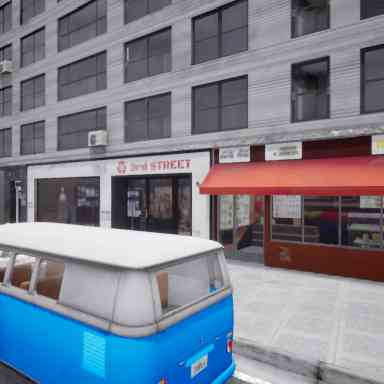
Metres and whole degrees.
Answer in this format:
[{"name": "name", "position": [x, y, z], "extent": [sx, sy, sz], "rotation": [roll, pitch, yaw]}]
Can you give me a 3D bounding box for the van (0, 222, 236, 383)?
[{"name": "van", "position": [-1.434, 1.341, 4.110], "extent": [3.998, 1.788, 1.690], "rotation": [0, 0, 36]}]
